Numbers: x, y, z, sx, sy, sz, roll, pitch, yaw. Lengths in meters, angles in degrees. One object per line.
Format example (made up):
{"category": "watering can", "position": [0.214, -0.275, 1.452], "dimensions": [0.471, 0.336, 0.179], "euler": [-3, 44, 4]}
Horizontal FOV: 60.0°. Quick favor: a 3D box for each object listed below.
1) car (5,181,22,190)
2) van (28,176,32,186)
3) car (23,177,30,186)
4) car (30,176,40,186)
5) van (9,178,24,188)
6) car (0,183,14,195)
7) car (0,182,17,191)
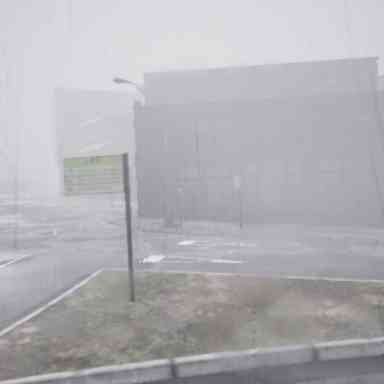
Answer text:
{"category": "car", "position": [-37.325, -0.730, 65.766], "dimensions": [5.366, 1.575, 1.946], "euler": [-4, 6, -35]}
{"category": "van", "position": [-40.526, -1.960, 77.480], "dimensions": [4.442, 1.987, 1.878], "euler": [-4, 6, -35]}
{"category": "car", "position": [-38.825, -1.489, 71.680], "dimensions": [5.566, 2.045, 2.435], "euler": [-4, 6, -35]}
{"category": "car", "position": [-42.041, -2.497, 83.417], "dimensions": [5.566, 2.045, 2.435], "euler": [-4, 6, -35]}
{"category": "van", "position": [-37.897, -1.221, 68.849], "dimensions": [4.442, 1.987, 1.878], "euler": [-4, 6, -35]}
{"category": "car", "position": [-35.556, -0.235, 60.027], "dimensions": [4.892, 1.521, 2.231], "euler": [-4, 6, -35]}
{"category": "car", "position": [-36.358, -0.447, 62.955], "dimensions": [4.674, 1.452, 2.002], "euler": [-4, 6, -35]}
